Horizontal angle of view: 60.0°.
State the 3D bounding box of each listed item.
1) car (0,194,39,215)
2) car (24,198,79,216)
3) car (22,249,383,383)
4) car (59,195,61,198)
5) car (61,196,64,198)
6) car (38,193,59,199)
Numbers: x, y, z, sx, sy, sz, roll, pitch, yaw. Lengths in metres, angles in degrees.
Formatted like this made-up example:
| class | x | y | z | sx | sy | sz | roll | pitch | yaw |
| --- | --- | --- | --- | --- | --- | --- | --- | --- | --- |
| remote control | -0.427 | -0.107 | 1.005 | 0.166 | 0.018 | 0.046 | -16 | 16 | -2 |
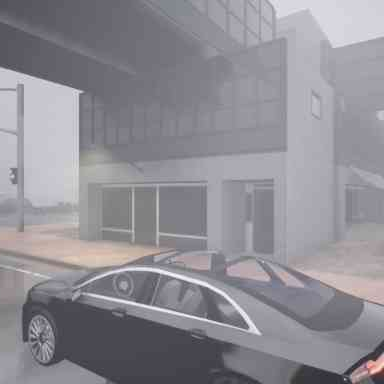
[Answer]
| class | x | y | z | sx | sy | sz | roll | pitch | yaw |
| --- | --- | --- | --- | --- | --- | --- | --- | --- | --- |
| car | -17.903 | 1.352 | 32.429 | 2.097 | 1.767 | 4.553 | 0 | 0 | 36 |
| car | -13.405 | 1.601 | 32.655 | 1.895 | 1.301 | 4.718 | 0 | 0 | 36 |
| car | -0.217 | 1.492 | 4.148 | 4.902 | 1.511 | 2.128 | 0 | 0 | 35 |
| car | -28.861 | 1.364 | 71.730 | 3.905 | 1.438 | 1.784 | 0 | 0 | 35 |
| car | -12.565 | 1.478 | 39.660 | 1.882 | 1.535 | 5.008 | 0 | 0 | 37 |
| car | -30.588 | 1.153 | 69.404 | 4.605 | 1.855 | 1.932 | 0 | 0 | 35 |
